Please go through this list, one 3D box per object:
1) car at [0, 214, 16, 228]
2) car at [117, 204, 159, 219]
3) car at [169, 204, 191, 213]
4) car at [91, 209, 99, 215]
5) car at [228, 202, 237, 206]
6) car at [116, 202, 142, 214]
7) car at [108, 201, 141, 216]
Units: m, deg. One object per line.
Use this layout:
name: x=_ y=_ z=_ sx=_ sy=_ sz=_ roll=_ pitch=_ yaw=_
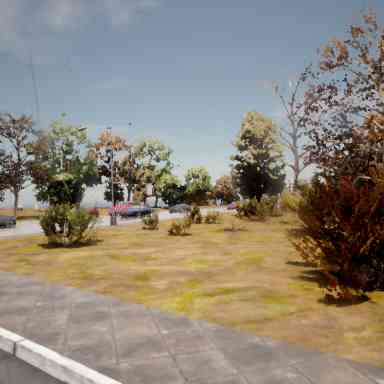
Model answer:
car: x=-16.996 y=2.451 z=27.654 sx=1.994 sy=1.385 sz=4.181 roll=-3 pitch=-2 yaw=34
car: x=-5.880 y=2.358 z=38.138 sx=1.895 sy=1.301 sz=4.718 roll=-3 pitch=-2 yaw=32
car: x=-1.785 y=2.575 z=51.581 sx=1.994 sy=1.385 sz=4.181 roll=-3 pitch=-2 yaw=32
car: x=-12.132 y=2.383 z=35.146 sx=1.882 sy=1.535 sz=5.008 roll=-3 pitch=-2 yaw=32
car: x=8.189 y=2.520 z=60.583 sx=1.994 sy=1.385 sz=4.181 roll=-3 pitch=-2 yaw=32
car: x=-7.137 y=2.471 z=43.080 sx=1.812 sy=1.442 sz=4.674 roll=-3 pitch=-2 yaw=32
car: x=-9.127 y=2.339 z=46.519 sx=2.150 sy=2.045 sz=5.566 roll=-3 pitch=-2 yaw=32
